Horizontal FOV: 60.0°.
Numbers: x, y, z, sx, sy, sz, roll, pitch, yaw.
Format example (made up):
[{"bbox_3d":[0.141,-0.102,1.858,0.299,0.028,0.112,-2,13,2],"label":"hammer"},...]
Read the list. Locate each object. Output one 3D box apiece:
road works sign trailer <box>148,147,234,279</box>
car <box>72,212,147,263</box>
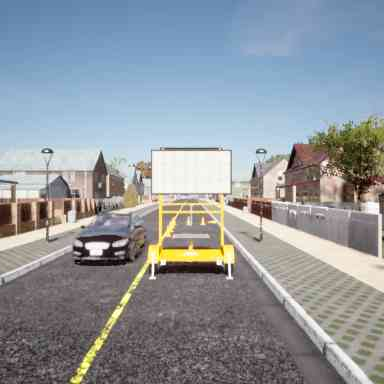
[{"bbox_3d":[-0.019,0.471,10.013,2.380,3.560,2.880,0,0,0],"label":"road works sign trailer"},{"bbox_3d":[-2.788,1.500,12.116,2.128,1.511,4.902,0,0,0],"label":"car"}]
